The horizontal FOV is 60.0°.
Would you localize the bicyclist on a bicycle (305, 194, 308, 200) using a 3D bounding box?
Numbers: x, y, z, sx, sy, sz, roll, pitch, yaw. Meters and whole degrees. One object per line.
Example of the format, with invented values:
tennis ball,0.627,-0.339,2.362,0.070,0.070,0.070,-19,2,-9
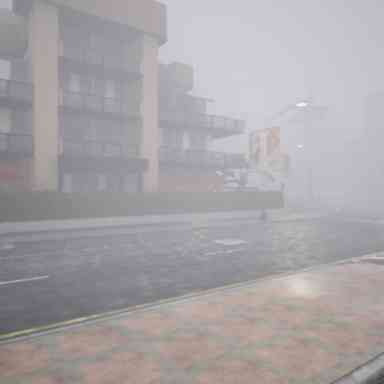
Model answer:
bicyclist on a bicycle,21.633,1.206,62.166,1.656,1.620,0.582,0,0,-35
